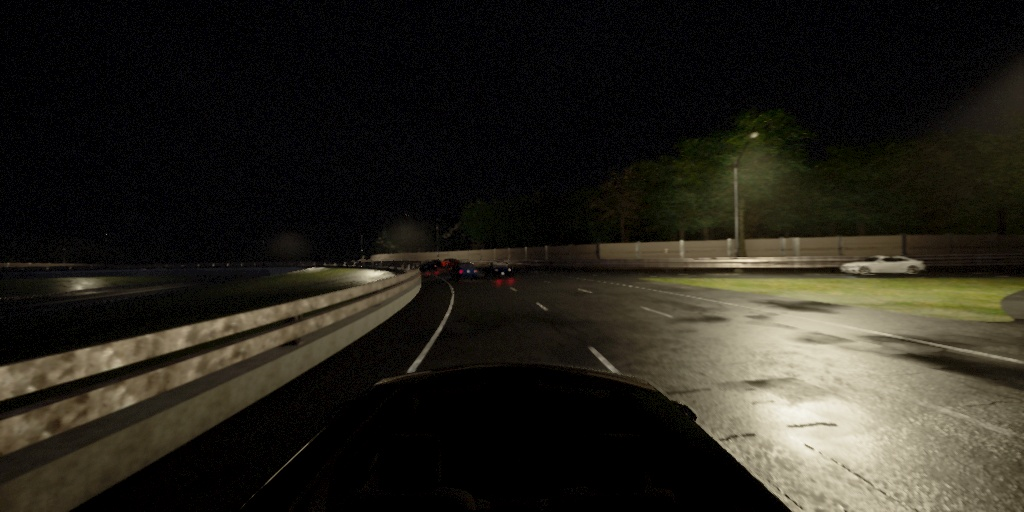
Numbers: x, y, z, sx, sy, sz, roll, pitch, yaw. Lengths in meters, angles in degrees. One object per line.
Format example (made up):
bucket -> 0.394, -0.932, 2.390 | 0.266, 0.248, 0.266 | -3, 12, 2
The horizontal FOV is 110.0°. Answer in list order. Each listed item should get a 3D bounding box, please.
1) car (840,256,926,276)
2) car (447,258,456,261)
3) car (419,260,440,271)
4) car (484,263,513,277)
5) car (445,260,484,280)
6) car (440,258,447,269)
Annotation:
car -> 27.123, 0.702, 26.331 | 4.674, 1.442, 1.812 | -1, 0, 14
car -> -10.930, 1.158, 62.141 | 2.097, 1.767, 4.553 | -1, 0, -33
car -> -11.954, 1.456, 50.230 | 1.895, 1.301, 4.718 | -1, 0, -27
car -> -1.489, 1.298, 34.208 | 1.895, 1.301, 4.718 | -1, 0, -18
car -> -4.265, 1.304, 31.439 | 2.033, 1.411, 5.357 | -1, 0, -17
car -> -12.956, 1.359, 59.020 | 1.837, 1.490, 4.892 | -1, 0, -32
